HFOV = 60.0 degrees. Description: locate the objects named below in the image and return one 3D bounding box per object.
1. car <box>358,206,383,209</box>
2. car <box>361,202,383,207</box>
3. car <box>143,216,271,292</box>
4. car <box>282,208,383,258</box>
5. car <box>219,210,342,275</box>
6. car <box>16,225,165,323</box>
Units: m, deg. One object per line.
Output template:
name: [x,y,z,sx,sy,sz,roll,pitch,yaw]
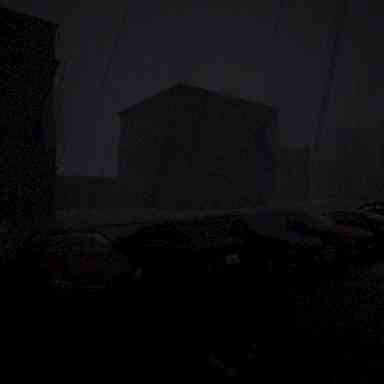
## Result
car: [6.352,1.452,13.975,2.002,1.452,4.674,-1,0,-36]
car: [8.636,1.249,15.569,2.185,1.767,4.553,-1,1,-36]
car: [-0.477,1.505,9.142,2.163,1.488,4.792,0,0,-36]
car: [4.076,1.441,12.362,2.097,1.535,5.008,-1,0,-36]
car: [1.806,1.462,10.741,2.097,1.535,5.008,0,0,-35]
car: [-2.729,1.520,7.503,2.002,1.452,4.674,0,0,-36]
